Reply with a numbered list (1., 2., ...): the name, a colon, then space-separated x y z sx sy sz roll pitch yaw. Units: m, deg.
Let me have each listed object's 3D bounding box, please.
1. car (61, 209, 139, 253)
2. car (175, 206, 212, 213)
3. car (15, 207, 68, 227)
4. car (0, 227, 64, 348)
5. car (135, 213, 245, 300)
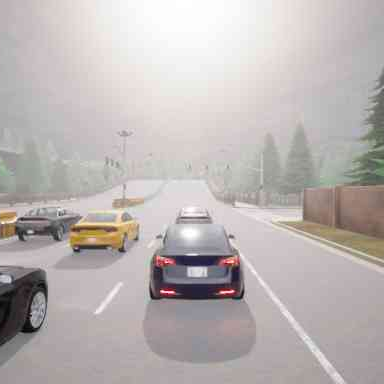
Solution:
1. car: -3.404 1.478 13.777 1.882 1.535 5.008 0 0 0
2. car: 0.093 1.491 17.514 2.128 1.511 4.902 0 0 0
3. car: -6.905 1.491 16.624 2.128 1.511 4.902 0 0 0
4. car: -3.400 1.478 3.760 1.882 1.535 5.008 0 0 0
5. car: 0.098 1.503 8.423 2.163 1.488 4.792 0 0 0
